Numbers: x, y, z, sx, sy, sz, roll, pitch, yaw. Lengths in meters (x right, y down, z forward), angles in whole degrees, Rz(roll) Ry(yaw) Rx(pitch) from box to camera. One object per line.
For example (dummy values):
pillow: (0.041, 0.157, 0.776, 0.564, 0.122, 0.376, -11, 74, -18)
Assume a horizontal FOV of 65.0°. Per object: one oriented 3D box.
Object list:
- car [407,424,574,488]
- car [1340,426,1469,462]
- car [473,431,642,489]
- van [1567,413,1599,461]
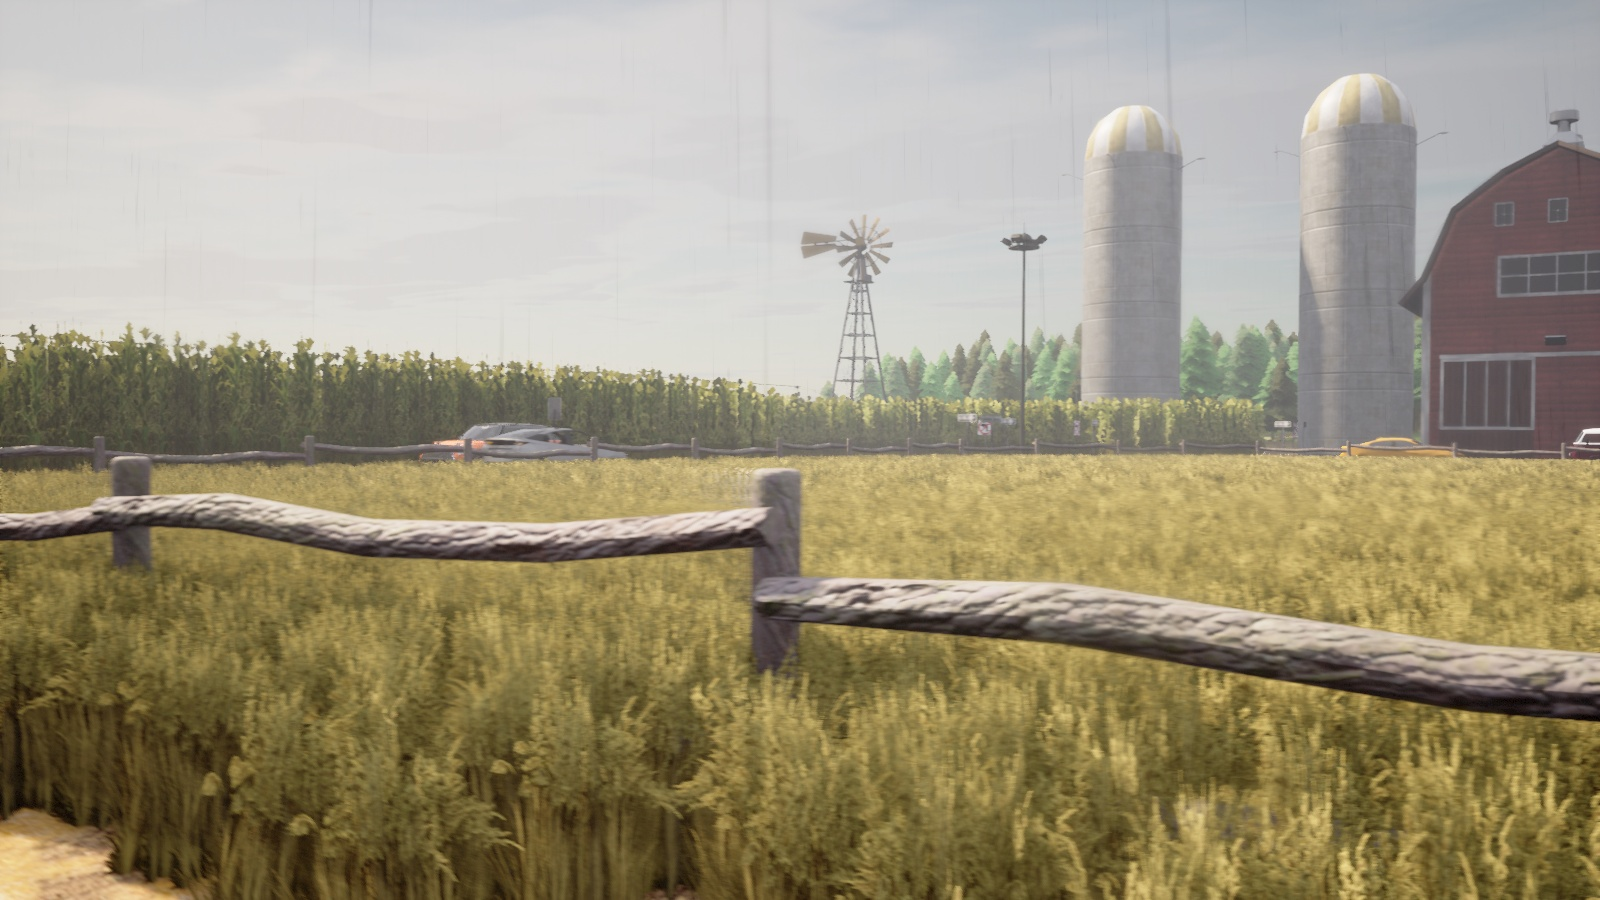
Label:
car: (-9.045, 0.146, 37.092, 2.097, 1.767, 4.553, 0, 1, 34)
car: (26.411, -0.261, 54.898, 5.008, 1.535, 1.882, 0, 1, 28)
car: (-6.681, 0.234, 35.053, 2.007, 1.525, 4.514, 0, 1, 34)
van: (35.411, -0.591, 53.651, 4.480, 2.038, 2.069, 0, 1, 30)
